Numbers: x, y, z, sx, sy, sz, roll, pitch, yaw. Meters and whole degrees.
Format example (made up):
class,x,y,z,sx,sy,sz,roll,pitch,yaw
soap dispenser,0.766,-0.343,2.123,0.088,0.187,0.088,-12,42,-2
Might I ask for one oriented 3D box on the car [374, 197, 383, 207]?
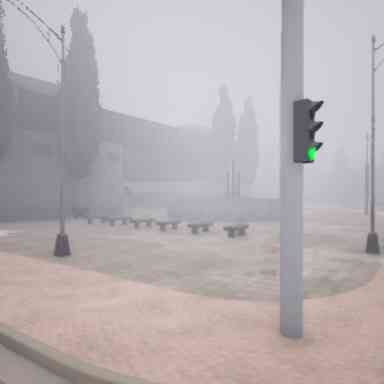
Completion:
class,x,y,z,sx,sy,sz,roll,pitch,yaw
car,28.403,1.504,48.677,1.812,1.442,4.674,0,0,-14
